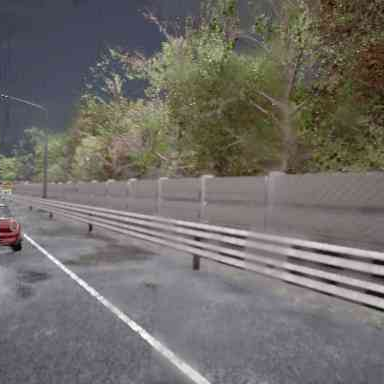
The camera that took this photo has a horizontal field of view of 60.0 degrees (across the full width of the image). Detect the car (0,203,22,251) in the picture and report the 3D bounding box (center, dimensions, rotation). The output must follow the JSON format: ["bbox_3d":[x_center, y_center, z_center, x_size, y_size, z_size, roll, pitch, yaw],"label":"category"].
[{"bbox_3d":[-7.956,1.171,12.784,2.097,1.767,4.553,2,0,-34],"label":"car"}]
